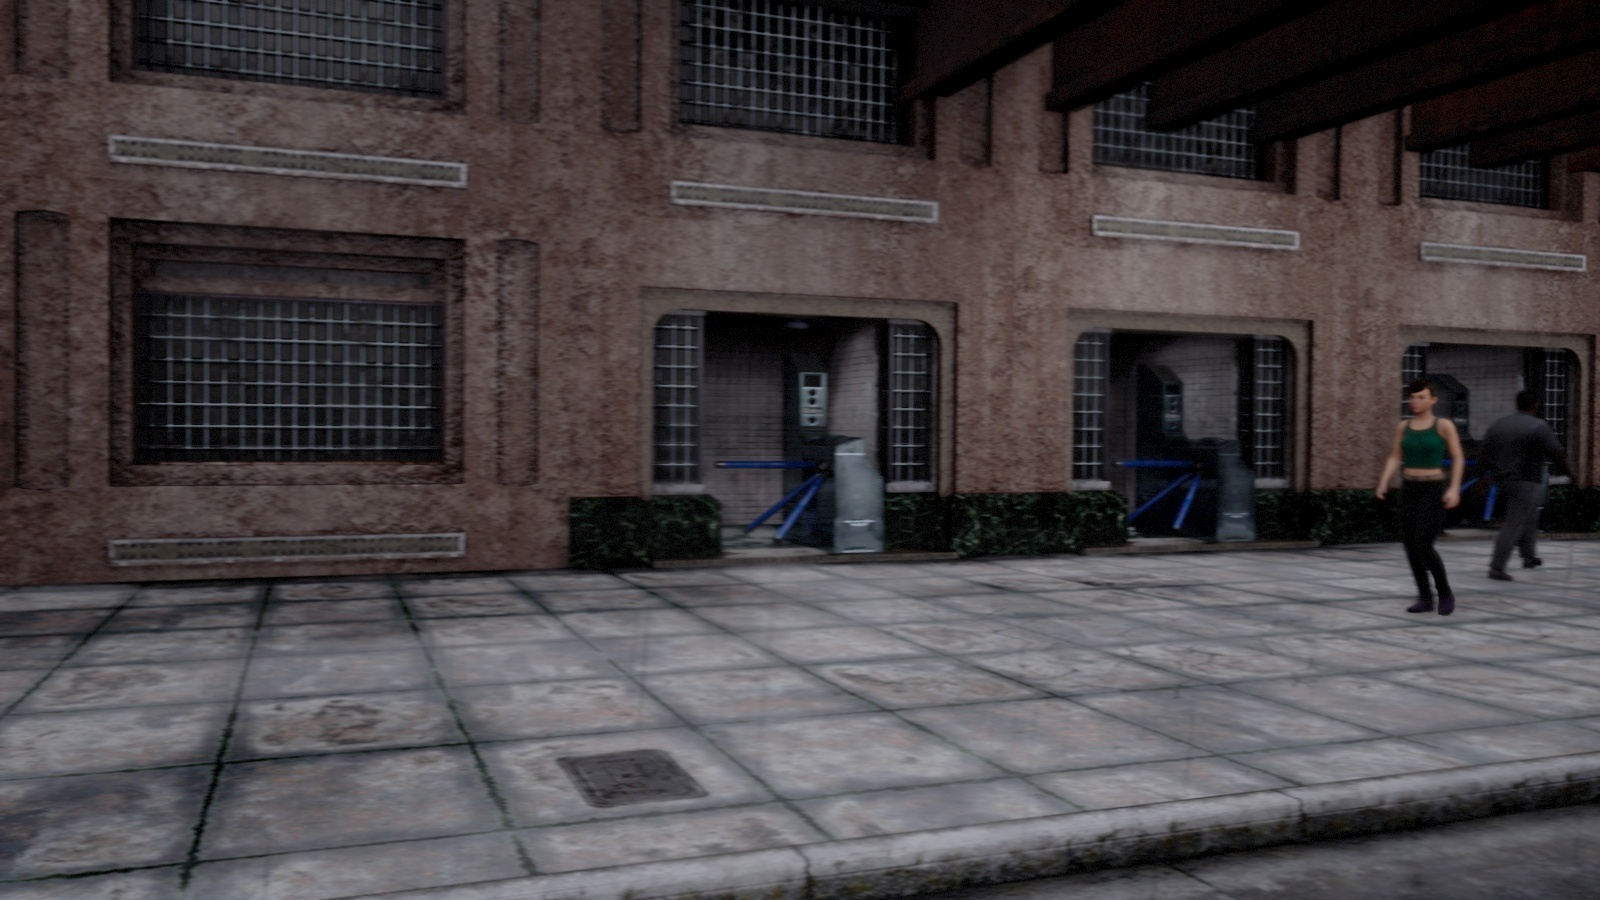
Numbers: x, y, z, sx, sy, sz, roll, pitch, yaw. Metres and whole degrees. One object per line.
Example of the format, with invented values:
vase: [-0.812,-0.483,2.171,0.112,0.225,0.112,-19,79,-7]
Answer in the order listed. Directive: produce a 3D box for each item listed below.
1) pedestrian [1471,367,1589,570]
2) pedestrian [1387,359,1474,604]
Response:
pedestrian: [6.988,0.162,12.023,0.849,1.883,0.563,-1,1,-21]
pedestrian: [4.870,0.228,9.701,0.594,1.836,0.345,-1,1,-33]
